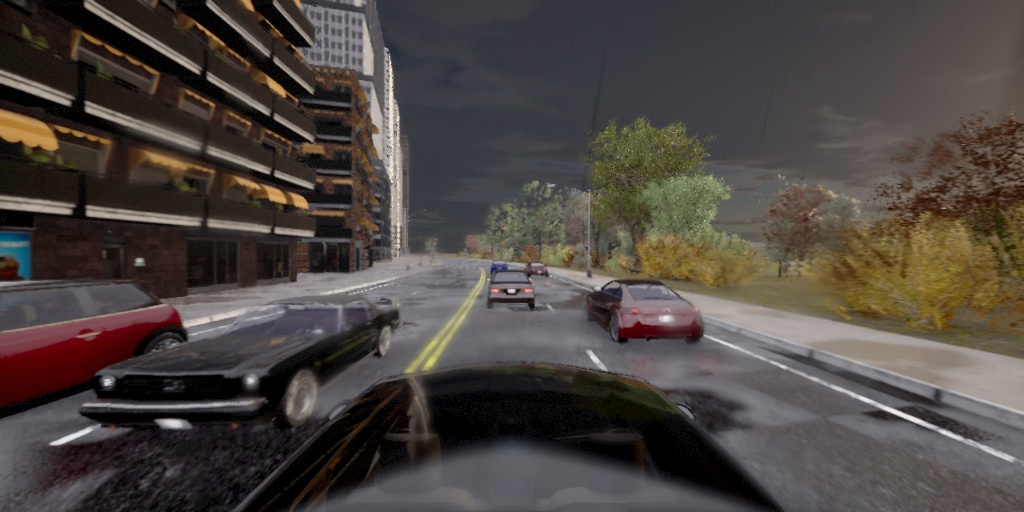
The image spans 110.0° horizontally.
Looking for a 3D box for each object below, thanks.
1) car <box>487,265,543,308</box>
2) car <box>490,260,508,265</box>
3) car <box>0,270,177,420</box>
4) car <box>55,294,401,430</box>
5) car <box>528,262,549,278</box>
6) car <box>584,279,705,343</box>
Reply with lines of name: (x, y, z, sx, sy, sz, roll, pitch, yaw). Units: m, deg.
car: (-0.090, 1.285, 15.153, 2.033, 1.411, 5.357, 0, 0, -2)
car: (-1.439, 1.184, 39.922, 1.882, 1.535, 5.008, 0, 0, -4)
car: (-6.629, 1.113, 4.234, 2.097, 1.767, 4.553, 0, 0, 0)
car: (-3.382, 1.354, 5.766, 1.895, 1.301, 4.718, 0, 0, -1)
car: (2.271, 1.234, 33.698, 1.812, 1.442, 4.674, 0, 0, -4)
car: (3.253, 1.301, 9.630, 1.994, 1.385, 4.181, 0, 0, -1)
